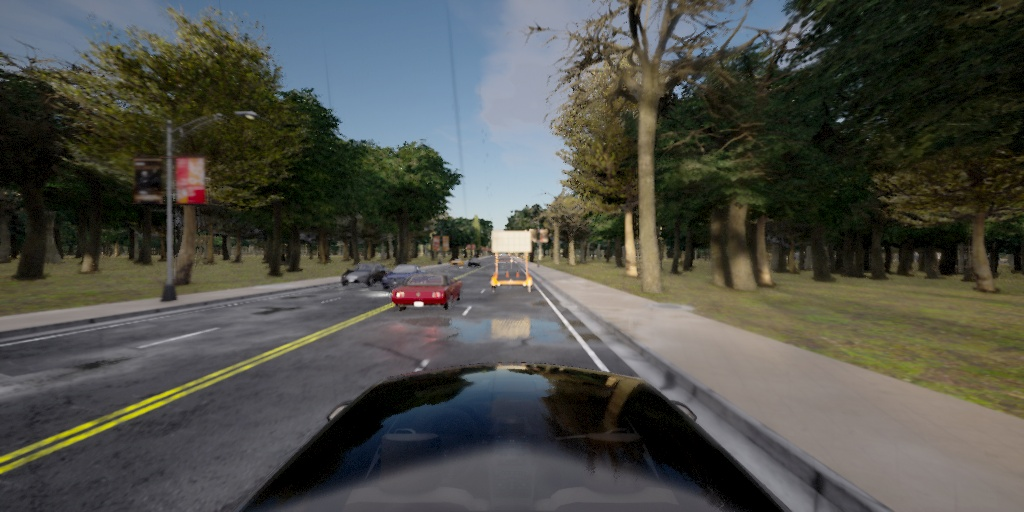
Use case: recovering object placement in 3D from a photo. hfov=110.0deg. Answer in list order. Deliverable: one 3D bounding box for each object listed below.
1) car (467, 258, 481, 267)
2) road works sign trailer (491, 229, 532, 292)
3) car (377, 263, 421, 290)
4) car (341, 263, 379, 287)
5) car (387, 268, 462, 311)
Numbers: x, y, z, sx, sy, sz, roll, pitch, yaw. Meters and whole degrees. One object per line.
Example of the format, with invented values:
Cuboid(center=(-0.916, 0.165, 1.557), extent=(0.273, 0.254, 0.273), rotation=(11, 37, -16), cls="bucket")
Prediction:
Cuboid(center=(-6.726, 1.085, 64.198), extent=(2.097, 1.767, 4.553), rotation=(0, 0, 0), cls="car")
Cuboid(center=(-0.021, 0.212, 21.236), extent=(2.380, 3.560, 2.880), rotation=(0, 0, 0), cls="road works sign trailer")
Cuboid(center=(-6.624, 1.273, 22.639), extent=(1.812, 1.442, 4.674), rotation=(0, 0, 0), cls="car")
Cuboid(center=(-9.878, 1.239, 24.507), extent=(2.128, 1.511, 4.902), rotation=(0, 0, 0), cls="car")
Cuboid(center=(-3.161, 1.349, 14.396), extent=(1.895, 1.301, 4.718), rotation=(0, 0, 0), cls="car")
